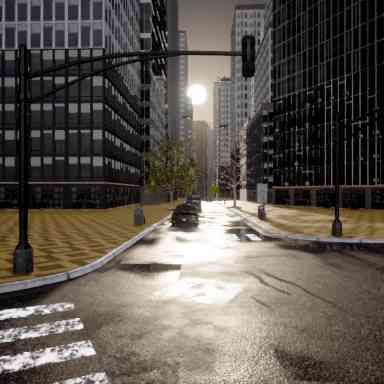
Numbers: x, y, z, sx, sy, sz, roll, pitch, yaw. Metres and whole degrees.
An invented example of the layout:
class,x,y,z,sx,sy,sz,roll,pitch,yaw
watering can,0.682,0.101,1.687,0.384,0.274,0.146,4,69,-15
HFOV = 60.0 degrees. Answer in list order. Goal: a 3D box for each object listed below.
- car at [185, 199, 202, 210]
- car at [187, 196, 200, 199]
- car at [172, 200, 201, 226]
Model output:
class,x,y,z,sx,sy,sz,roll,pitch,yaw
car,-0.114,1.777,35.644,1.812,1.442,4.674,0,0,2
car,0.245,1.554,46.298,2.150,2.045,5.566,0,0,2
car,-0.462,1.654,25.431,1.882,1.535,5.008,0,0,2
